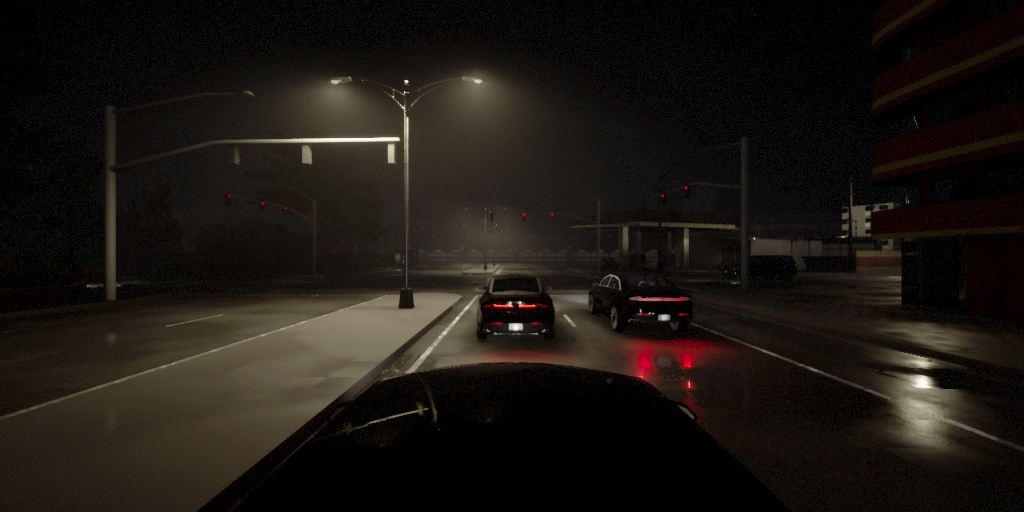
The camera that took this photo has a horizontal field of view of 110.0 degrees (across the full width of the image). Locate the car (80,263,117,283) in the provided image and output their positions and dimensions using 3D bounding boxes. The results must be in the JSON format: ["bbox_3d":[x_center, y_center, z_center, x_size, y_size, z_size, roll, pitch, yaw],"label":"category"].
[{"bbox_3d":[-32.137,1.221,26.305,5.008,1.535,1.882,0,0,0],"label":"car"}]

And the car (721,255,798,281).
[{"bbox_3d":[20.587,0.964,29.921,5.566,2.045,2.150,0,0,-1],"label":"car"}]

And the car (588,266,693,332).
[{"bbox_3d":[3.604,1.239,10.871,2.128,1.511,4.902,0,0,0],"label":"car"}]

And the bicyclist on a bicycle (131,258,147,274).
[{"bbox_3d":[-38.222,1.044,36.751,0.582,1.620,1.656,0,0,0],"label":"bicyclist on a bicycle"}]

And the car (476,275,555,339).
[{"bbox_3d":[0.097,1.253,10.016,1.837,1.490,4.892,0,0,0],"label":"car"}]
